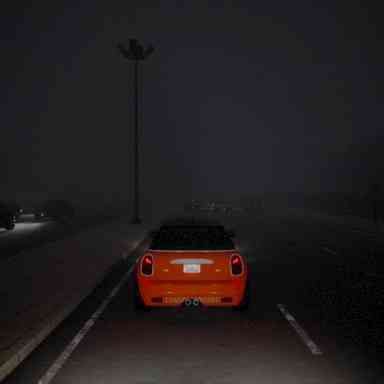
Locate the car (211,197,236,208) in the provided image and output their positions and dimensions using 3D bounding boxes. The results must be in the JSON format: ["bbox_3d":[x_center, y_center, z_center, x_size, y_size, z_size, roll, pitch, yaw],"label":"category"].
[{"bbox_3d":[3.579,1.601,38.915,1.895,1.301,4.718,0,0,0],"label":"car"}]

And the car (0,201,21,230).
[{"bbox_3d":[-11.584,1.352,17.899,2.097,1.767,4.553,0,0,0],"label":"car"}]

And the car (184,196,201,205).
[{"bbox_3d":[0.079,1.492,38.825,2.128,1.511,4.902,0,0,0],"label":"car"}]

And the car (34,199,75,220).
[{"bbox_3d":[-11.567,1.492,28.222,2.128,1.511,4.902,0,0,1],"label":"car"}]

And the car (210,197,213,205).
[{"bbox_3d":[3.646,1.492,49.220,2.128,1.511,4.902,0,0,0],"label":"car"}]

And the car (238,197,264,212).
[{"bbox_3d":[7.081,1.352,39.249,2.097,1.767,4.553,0,0,0],"label":"car"}]

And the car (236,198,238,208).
[{"bbox_3d":[7.146,1.547,49.200,2.033,1.411,5.357,0,0,0],"label":"car"}]

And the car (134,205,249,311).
[{"bbox_3d":[-0.001,1.352,7.919,2.097,1.767,4.553,0,0,0],"label":"car"}]

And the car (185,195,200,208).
[{"bbox_3d":[0.146,1.352,49.211,2.097,1.767,4.553,0,0,0],"label":"car"}]

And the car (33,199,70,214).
[{"bbox_3d":[-15.004,1.505,35.727,1.837,1.490,4.892,0,0,1],"label":"car"}]
